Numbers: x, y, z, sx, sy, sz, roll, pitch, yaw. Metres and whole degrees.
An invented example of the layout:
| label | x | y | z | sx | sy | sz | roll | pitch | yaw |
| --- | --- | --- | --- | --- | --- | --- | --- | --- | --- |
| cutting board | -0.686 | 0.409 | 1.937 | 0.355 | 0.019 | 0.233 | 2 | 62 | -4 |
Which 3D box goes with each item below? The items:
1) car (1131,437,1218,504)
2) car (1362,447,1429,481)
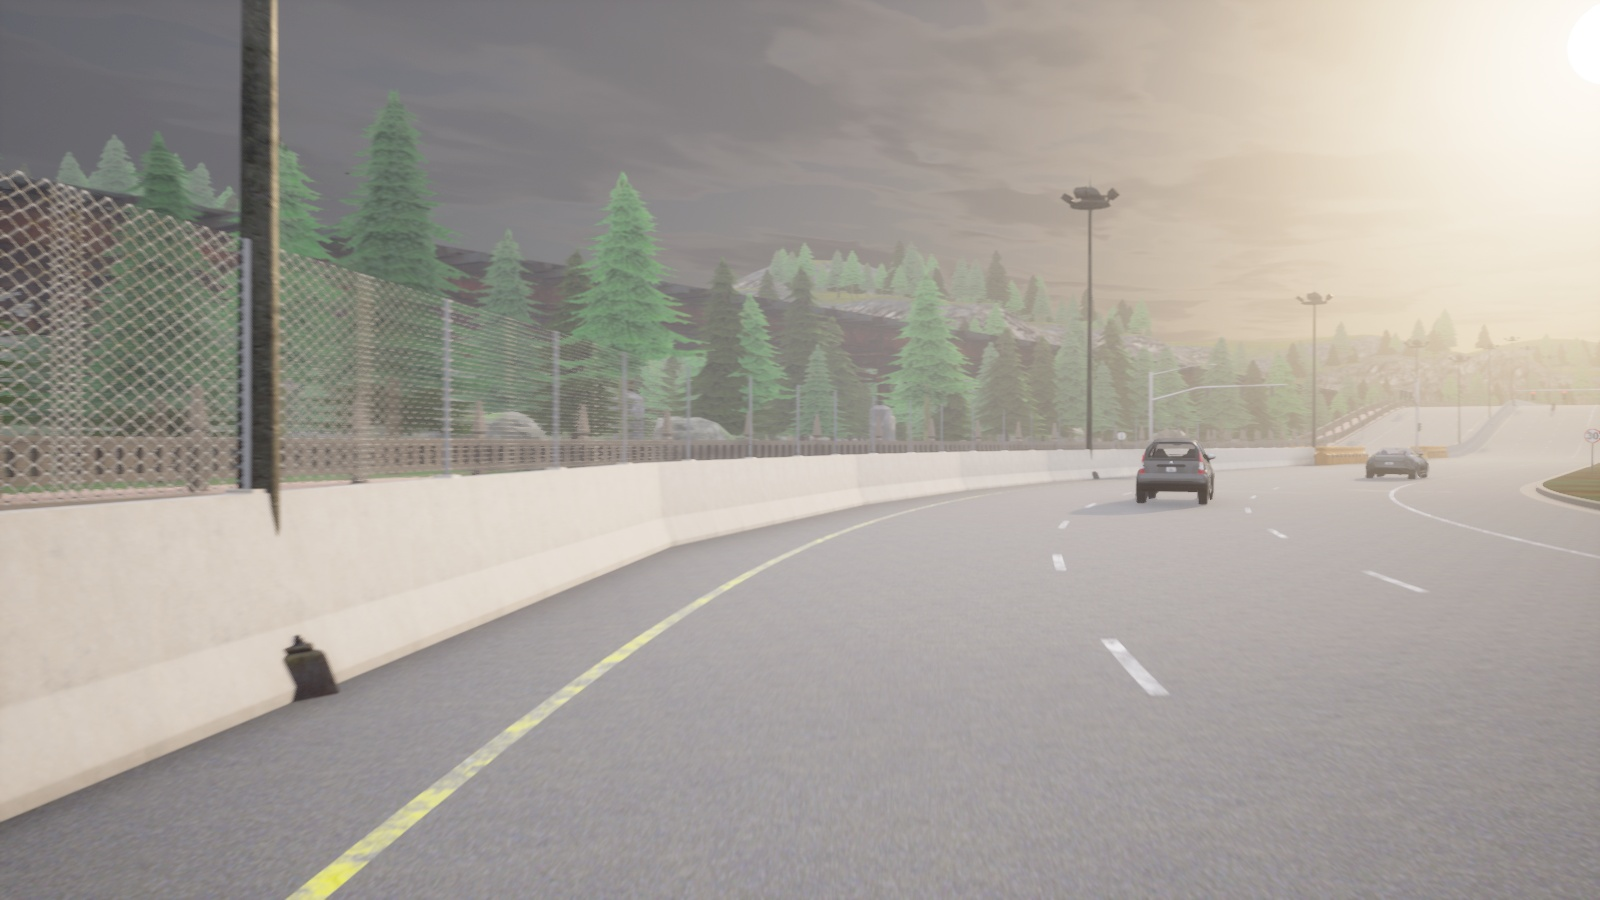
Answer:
| label | x | y | z | sx | sy | sz | roll | pitch | yaw |
| --- | --- | --- | --- | --- | --- | --- | --- | --- | --- |
| car | 9.655 | 0.476 | 32.222 | 1.851 | 1.617 | 3.988 | 0 | 0 | 21 |
| car | 25.564 | 0.569 | 53.834 | 1.994 | 1.385 | 4.181 | 0 | 0 | 34 |
